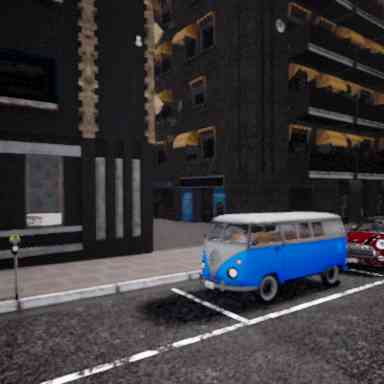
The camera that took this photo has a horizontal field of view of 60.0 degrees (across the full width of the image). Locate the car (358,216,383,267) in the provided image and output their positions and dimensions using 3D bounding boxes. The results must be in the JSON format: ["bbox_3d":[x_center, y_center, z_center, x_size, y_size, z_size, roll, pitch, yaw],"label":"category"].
[{"bbox_3d":[6.469,1.544,11.193,4.097,1.590,1.967,1,-1,-35],"label":"car"}]

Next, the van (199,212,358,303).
[{"bbox_3d":[2.067,1.397,8.055,3.998,1.788,1.690,1,-1,-35],"label":"van"}]
